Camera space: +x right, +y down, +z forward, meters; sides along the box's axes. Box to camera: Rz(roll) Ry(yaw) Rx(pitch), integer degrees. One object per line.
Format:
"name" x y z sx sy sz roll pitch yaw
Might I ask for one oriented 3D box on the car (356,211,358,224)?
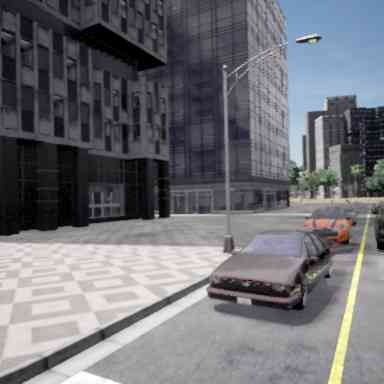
"car" 11.941 1.843 26.141 2.128 1.511 4.902 -2 -1 29

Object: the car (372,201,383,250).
"car" 9.348 1.380 14.725 2.150 2.045 5.566 -2 -1 29

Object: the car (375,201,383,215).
"car" 23.555 1.912 40.801 1.837 1.490 4.892 -2 -1 29

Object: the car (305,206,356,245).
"car" 7.076 1.611 17.236 2.097 1.767 4.553 -2 -1 29

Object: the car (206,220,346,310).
"car" 2.389 1.708 8.577 2.033 1.411 5.357 -2 -2 32
